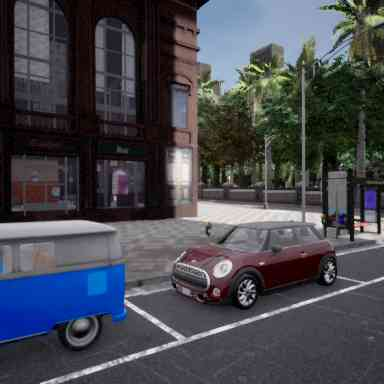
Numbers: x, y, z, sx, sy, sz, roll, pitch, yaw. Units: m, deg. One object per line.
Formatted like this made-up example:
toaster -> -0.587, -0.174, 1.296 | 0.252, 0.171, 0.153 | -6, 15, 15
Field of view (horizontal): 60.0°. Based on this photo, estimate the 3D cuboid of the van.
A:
van -> -2.909, 1.341, 4.579 | 3.998, 1.788, 1.690 | 0, 0, -35

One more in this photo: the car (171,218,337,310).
car -> 1.509, 1.439, 7.729 | 4.097, 1.590, 1.967 | 0, 0, -35
